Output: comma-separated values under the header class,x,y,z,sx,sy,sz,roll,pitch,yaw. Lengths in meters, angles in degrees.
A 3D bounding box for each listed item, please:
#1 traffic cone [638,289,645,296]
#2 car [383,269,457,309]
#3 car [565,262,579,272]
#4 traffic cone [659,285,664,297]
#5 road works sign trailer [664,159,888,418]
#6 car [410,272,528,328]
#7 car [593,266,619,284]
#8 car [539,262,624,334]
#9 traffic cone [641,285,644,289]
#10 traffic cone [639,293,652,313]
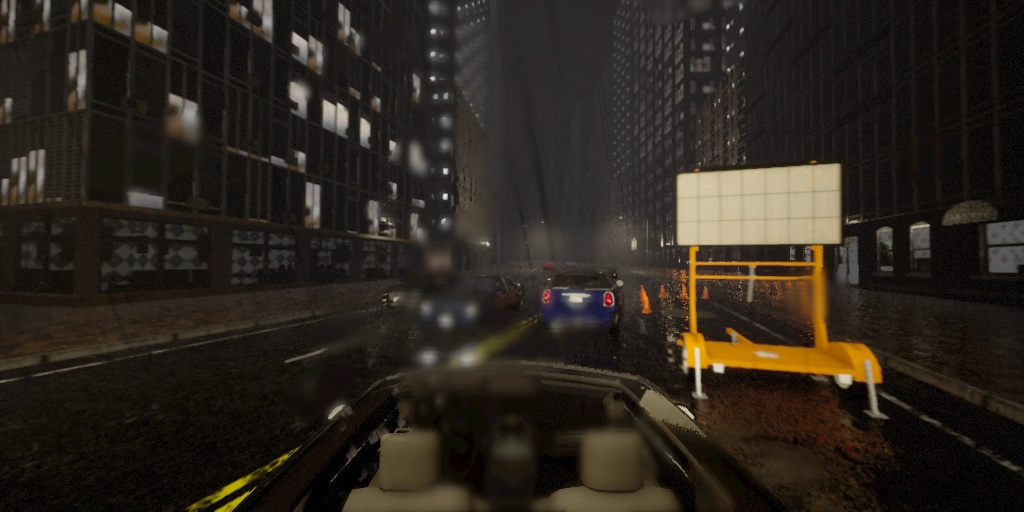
class,x,y,z,sx,sy,sz,roll,pitch,yaw
traffic cone,5.600,1.791,15.129,0.340,0.580,0.340,0,0,18
car,-3.394,1.336,15.128,1.837,1.490,4.892,0,0,18
car,8.859,1.655,53.286,1.994,1.385,4.181,0,0,8
traffic cone,7.807,1.815,18.612,0.340,0.580,0.340,0,0,18
road works sign trailer,4.079,0.242,6.153,2.380,3.560,2.880,0,0,18
car,-0.930,1.362,12.140,2.033,1.411,5.357,0,0,19
car,7.866,1.535,30.181,1.895,1.301,4.718,0,0,14
car,2.342,1.162,11.192,2.097,1.767,4.553,0,0,19
traffic cone,6.229,1.804,17.027,0.340,0.580,0.340,0,0,18
traffic cone,4.971,1.779,13.231,0.340,0.580,0.340,0,0,18
